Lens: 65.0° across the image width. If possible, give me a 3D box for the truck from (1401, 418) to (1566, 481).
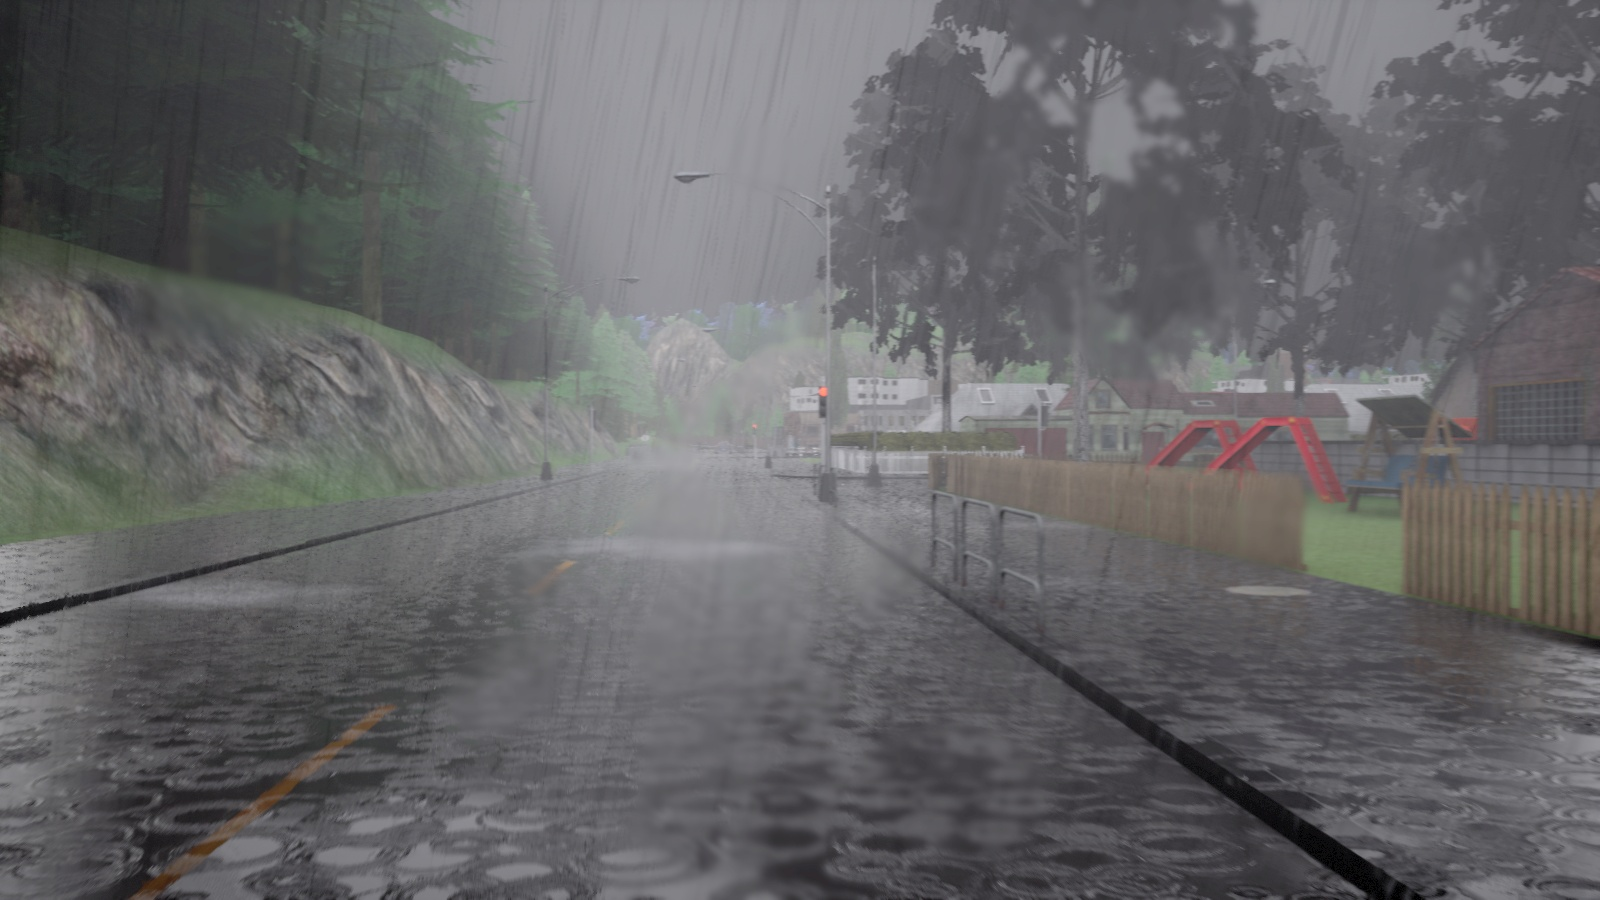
[{"bbox_3d":[27.450,-0.026,50.569,5.204,2.467,2.627,0,0,-3],"label":"truck"}]
